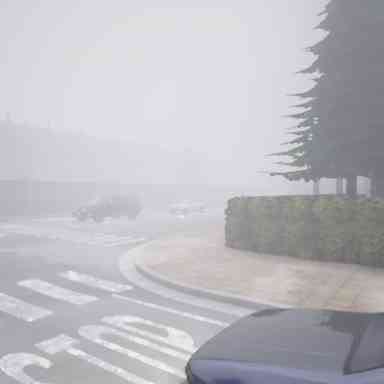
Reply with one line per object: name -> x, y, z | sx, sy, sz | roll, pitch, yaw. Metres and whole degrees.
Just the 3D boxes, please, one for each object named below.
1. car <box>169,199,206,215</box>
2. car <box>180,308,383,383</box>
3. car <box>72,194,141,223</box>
car -> -0.364, 1.462, 33.816 | 1.812, 1.442, 4.674 | 0, 0, 35
car -> 2.471, 1.548, 2.213 | 5.357, 1.411, 2.033 | 0, 0, 36
car -> -6.329, 1.158, 25.454 | 2.150, 2.045, 5.566 | 0, 0, 35
